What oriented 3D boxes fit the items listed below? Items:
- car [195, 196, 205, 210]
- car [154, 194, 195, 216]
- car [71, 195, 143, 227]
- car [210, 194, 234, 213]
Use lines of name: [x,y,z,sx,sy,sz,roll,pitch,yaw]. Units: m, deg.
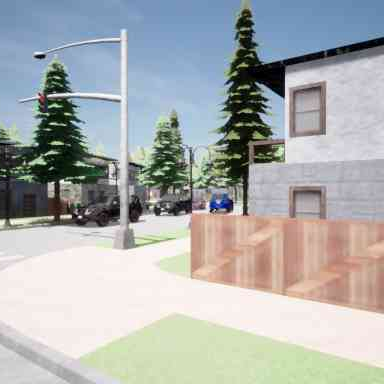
car: [0.448,1.333,42.087,2.097,1.767,4.553,0,0,9]
car: [-1.800,1.202,32.486,2.150,2.045,5.566,0,0,18]
car: [-5.684,1.202,23.106,2.150,2.045,5.566,0,0,27]
car: [3.379,1.202,37.283,2.150,2.045,5.566,0,0,13]
